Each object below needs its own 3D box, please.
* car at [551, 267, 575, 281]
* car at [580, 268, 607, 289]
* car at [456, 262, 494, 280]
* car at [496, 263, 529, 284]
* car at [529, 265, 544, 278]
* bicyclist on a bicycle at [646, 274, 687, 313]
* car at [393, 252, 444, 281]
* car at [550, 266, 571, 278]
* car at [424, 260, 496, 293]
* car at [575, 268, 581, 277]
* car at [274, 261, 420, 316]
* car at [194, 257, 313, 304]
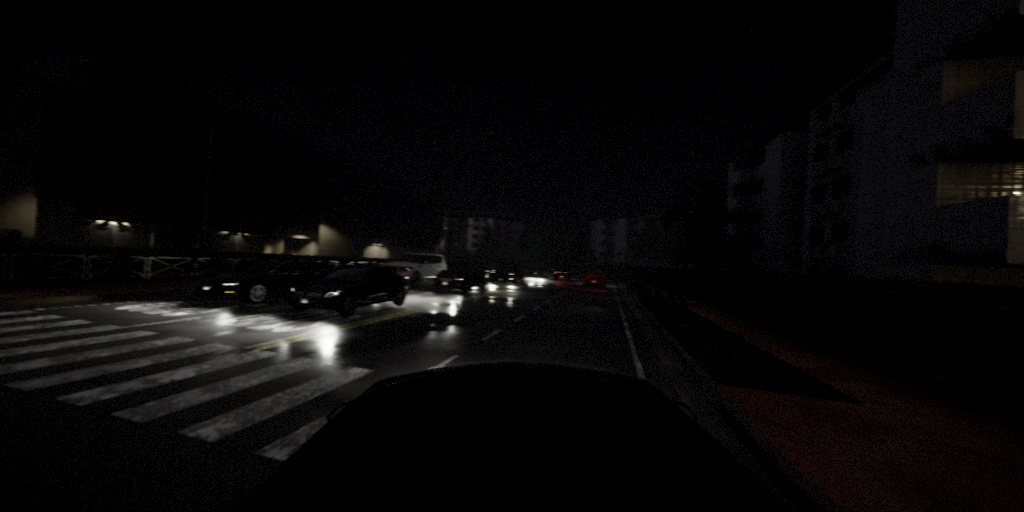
[{"bbox_3d":[5.911,2.035,41.509,1.837,1.490,4.892,4,-1,11],"label":"car"},{"bbox_3d":[7.462,2.019,32.160,1.882,1.535,5.008,4,-1,15],"label":"car"},{"bbox_3d":[-3.335,1.338,33.208,1.837,1.490,4.892,4,0,14],"label":"car"},{"bbox_3d":[-0.318,1.364,30.905,2.097,1.767,4.553,4,-1,15],"label":"car"},{"bbox_3d":[3.160,1.882,45.695,2.128,1.511,4.902,4,-1,7],"label":"car"},{"bbox_3d":[6.688,1.626,15.426,1.656,1.620,0.582,5,0,15],"label":"bicyclist on a bicycle"},{"bbox_3d":[-6.066,0.771,22.682,2.150,2.045,5.566,4,-1,15],"label":"car"},{"bbox_3d":[6.905,2.242,51.505,2.033,1.411,5.357,4,-1,-2],"label":"car"},{"bbox_3d":[-2.882,1.238,21.138,2.128,1.511,4.902,4,-1,15],"label":"car"},{"bbox_3d":[10.032,2.492,54.150,1.994,1.385,4.181,4,-1,-4],"label":"car"},{"bbox_3d":[-5.196,1.031,12.177,1.812,1.442,4.674,4,-1,13],"label":"car"},{"bbox_3d":[-8.598,0.794,13.160,1.837,1.490,4.892,4,-1,15],"label":"car"}]
